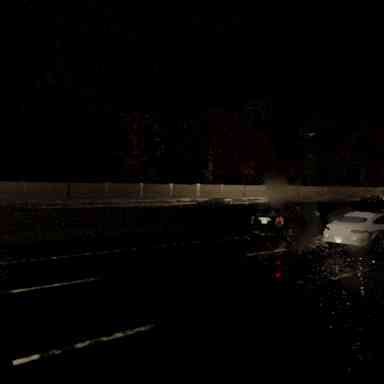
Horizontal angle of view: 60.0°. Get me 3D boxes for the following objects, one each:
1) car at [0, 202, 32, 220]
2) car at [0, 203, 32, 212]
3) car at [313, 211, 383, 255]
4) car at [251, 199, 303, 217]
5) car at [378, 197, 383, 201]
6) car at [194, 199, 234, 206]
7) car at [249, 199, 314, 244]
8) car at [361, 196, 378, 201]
[{"bbox_3d":[-15.790,1.548,27.101,4.718,1.301,1.895,0,0,-35],"label":"car"},{"bbox_3d":[-11.140,1.490,17.528,4.674,1.442,1.812,0,0,-35],"label":"car"},{"bbox_3d":[7.126,1.516,13.252,4.674,1.442,1.812,0,0,-36],"label":"car"},{"bbox_3d":[8.022,1.446,31.135,5.008,1.535,1.882,0,0,-35],"label":"car"},{"bbox_3d":[35.827,1.476,59.529,4.674,1.442,1.812,0,0,-36],"label":"car"},{"bbox_3d":[2.750,1.498,40.244,5.357,1.411,2.033,0,0,-35],"label":"car"},{"bbox_3d":[4.941,1.336,15.994,4.553,1.767,2.097,0,0,-36],"label":"car"},{"bbox_3d":[33.794,1.486,62.378,5.357,1.411,2.033,0,0,-36],"label":"car"}]
